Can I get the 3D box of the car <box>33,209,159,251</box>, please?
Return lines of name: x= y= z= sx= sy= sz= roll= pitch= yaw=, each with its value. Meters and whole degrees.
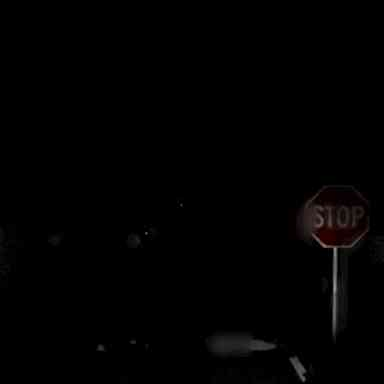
car: x=-3.860 y=1.468 z=13.765 sx=5.008 sy=1.535 sz=1.882 roll=1 pitch=1 yaw=0

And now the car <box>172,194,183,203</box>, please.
car: x=-2.828 y=1.257 z=65.704 sx=2.097 sy=1.767 sz=4.553 roll=0 pitch=0 yaw=0
